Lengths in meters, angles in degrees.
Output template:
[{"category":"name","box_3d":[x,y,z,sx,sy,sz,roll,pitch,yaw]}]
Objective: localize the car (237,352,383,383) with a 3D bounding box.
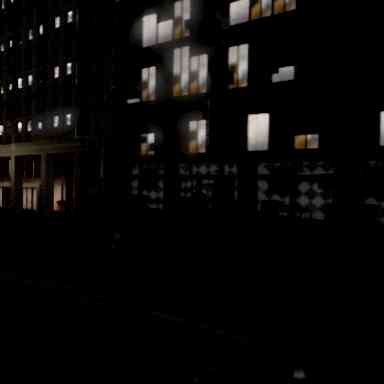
[{"category":"car","box_3d":[2.085,1.553,1.397,4.403,1.369,2.008,1,2,35]}]
